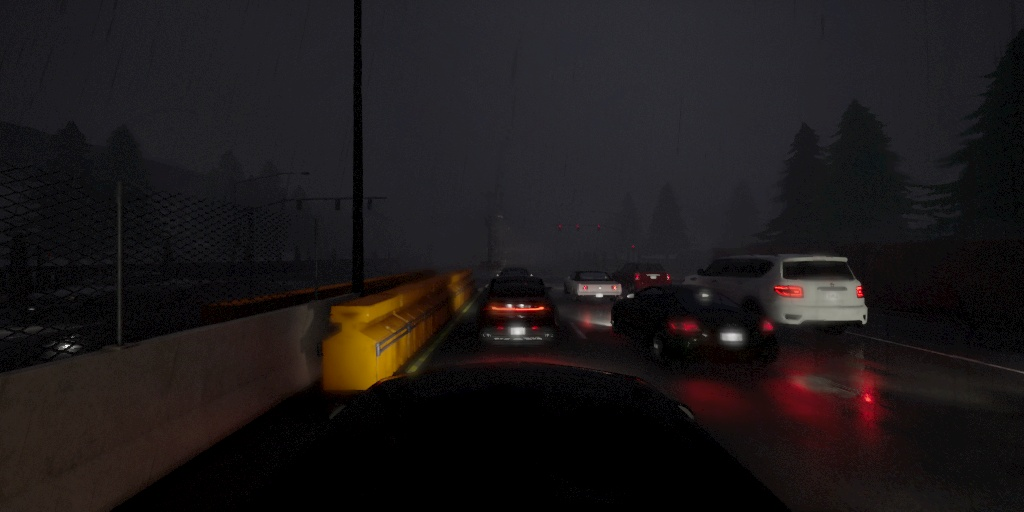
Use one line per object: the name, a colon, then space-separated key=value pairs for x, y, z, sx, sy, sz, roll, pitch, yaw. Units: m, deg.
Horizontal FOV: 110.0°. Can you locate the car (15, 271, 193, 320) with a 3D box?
car: x=-14.016 y=1.275 z=12.813 sx=1.812 sy=1.442 sz=4.674 roll=0 pitch=0 yaw=1

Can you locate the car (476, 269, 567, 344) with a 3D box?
car: x=0.120 y=1.255 z=9.570 sx=1.837 sy=1.490 sz=4.892 roll=0 pitch=0 yaw=0

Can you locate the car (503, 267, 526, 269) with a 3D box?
car: x=0.141 y=1.297 z=19.088 sx=2.033 sy=1.411 sz=5.357 roll=0 pitch=0 yaw=0

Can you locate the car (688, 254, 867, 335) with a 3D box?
car: x=7.124 y=0.971 z=10.641 sx=2.150 sy=2.045 sz=5.566 roll=0 pitch=0 yaw=0

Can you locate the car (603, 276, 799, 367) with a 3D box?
car: x=3.624 y=1.314 z=7.941 sx=1.994 sy=1.385 sz=4.181 roll=0 pitch=0 yaw=-1

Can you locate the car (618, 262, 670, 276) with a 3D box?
car: x=7.147 y=1.102 z=20.227 sx=2.097 sy=1.767 sz=4.553 roll=0 pitch=0 yaw=0

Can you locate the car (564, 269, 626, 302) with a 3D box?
car: x=3.639 y=1.351 z=17.123 sx=1.895 sy=1.301 sz=4.718 roll=0 pitch=0 yaw=0
